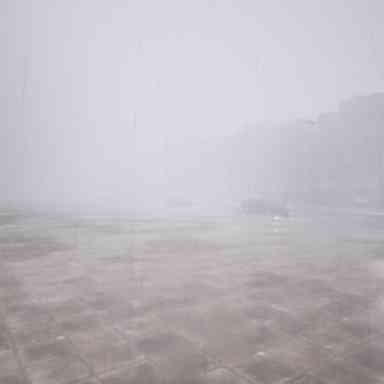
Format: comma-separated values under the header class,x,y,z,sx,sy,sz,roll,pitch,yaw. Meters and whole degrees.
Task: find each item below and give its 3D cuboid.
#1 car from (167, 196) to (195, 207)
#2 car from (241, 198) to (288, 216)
class,x,y,z,sx,sy,sz,roll,pitch,yaw
car,-1.496,1.231,42.552,1.994,1.385,4.181,-2,2,-35
car,6.672,1.334,30.962,1.837,1.490,4.892,-2,1,-35
